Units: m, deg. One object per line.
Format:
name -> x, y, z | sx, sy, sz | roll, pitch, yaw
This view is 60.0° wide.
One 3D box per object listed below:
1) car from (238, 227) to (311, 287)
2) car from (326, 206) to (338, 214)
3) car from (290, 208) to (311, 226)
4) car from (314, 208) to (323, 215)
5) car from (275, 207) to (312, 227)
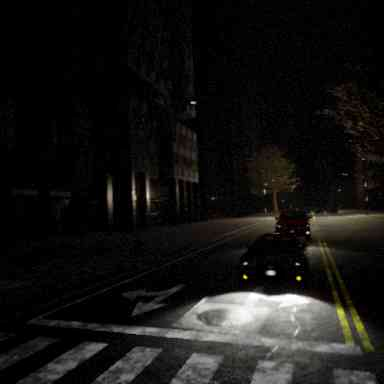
car -> 2.784, 2.080, 10.892 | 1.994, 1.385, 4.181 | -3, -3, 19
car -> 34.934, 4.714, 82.299 | 1.837, 1.490, 4.892 | -3, -3, 19
car -> 13.545, 3.004, 41.253 | 2.150, 2.045, 5.566 | -3, -4, 20
car -> 31.733, 4.882, 82.978 | 1.837, 1.490, 4.892 | -3, -3, 19
car -> 7.181, 2.261, 23.426 | 2.150, 2.045, 5.566 | -3, -4, 19
